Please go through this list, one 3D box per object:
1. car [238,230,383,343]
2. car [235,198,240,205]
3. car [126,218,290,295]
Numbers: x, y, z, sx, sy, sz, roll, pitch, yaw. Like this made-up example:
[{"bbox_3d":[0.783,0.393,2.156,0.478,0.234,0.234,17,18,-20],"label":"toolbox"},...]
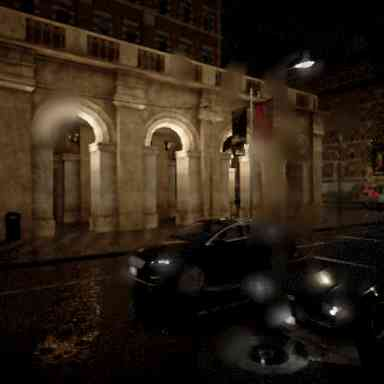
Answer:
[{"bbox_3d":[3.628,1.527,6.583,5.357,1.411,2.033,0,0,-35],"label":"car"},{"bbox_3d":[8.304,1.480,51.189,1.895,1.301,4.718,0,0,-36],"label":"car"},{"bbox_3d":[0.695,1.474,8.788,4.902,1.511,2.128,0,0,-35],"label":"car"}]
